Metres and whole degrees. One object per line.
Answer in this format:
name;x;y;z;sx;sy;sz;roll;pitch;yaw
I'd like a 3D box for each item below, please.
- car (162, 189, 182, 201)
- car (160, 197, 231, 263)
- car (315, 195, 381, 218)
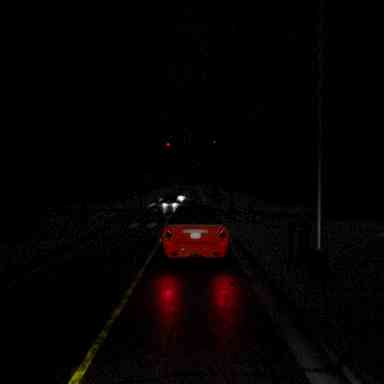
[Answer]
car;-2.821;0.680;43.690;2.033;1.411;5.357;0;2;0
car;0.104;1.241;11.704;2.097;1.767;4.553;0;1;0
car;12.726;1.126;27.147;5.009;1.841;2.192;1;0;0
